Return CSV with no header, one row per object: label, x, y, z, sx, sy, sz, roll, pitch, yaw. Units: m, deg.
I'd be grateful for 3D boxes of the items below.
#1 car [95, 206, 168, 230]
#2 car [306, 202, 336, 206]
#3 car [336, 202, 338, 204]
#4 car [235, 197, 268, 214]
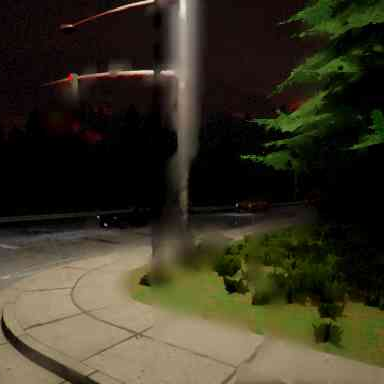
car,-3.695,1.574,20.883,1.895,1.301,4.718,0,0,35
car,16.399,1.195,42.910,2.150,2.045,5.566,0,0,36
car,22.699,1.465,51.378,2.128,1.511,4.902,0,0,37
car,6.349,1.325,35.320,2.097,1.767,4.553,0,0,36
